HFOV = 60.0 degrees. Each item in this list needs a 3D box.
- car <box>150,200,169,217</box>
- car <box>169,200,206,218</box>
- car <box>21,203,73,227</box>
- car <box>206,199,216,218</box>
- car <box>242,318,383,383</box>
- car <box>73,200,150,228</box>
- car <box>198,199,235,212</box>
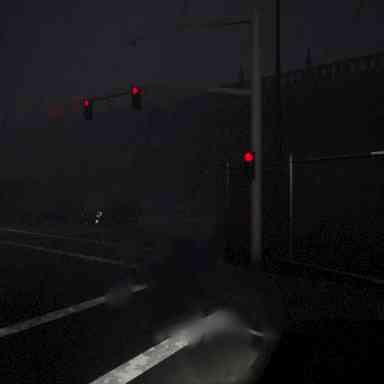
[{"bbox_3d":[-2.900,1.533,32.601,1.882,1.535,5.008,0,0,35],"label":"car"},{"bbox_3d":[0.360,1.533,31.142,1.882,1.535,5.008,0,0,35],"label":"car"},{"bbox_3d":[-9.372,1.533,23.501,1.882,1.535,5.008,0,0,35],"label":"car"},{"bbox_3d":[3.655,1.547,29.395,2.128,1.511,4.902,0,0,35],"label":"car"},{"bbox_3d":[2.931,1.547,1.876,5.357,1.411,2.033,0,0,36],"label":"car"},{"bbox_3d":[-5.431,1.407,23.002,2.097,1.767,4.553,0,0,35],"label":"car"},{"bbox_3d":[3.074,1.603,40.993,2.033,1.411,5.357,0,0,35],"label":"car"}]
